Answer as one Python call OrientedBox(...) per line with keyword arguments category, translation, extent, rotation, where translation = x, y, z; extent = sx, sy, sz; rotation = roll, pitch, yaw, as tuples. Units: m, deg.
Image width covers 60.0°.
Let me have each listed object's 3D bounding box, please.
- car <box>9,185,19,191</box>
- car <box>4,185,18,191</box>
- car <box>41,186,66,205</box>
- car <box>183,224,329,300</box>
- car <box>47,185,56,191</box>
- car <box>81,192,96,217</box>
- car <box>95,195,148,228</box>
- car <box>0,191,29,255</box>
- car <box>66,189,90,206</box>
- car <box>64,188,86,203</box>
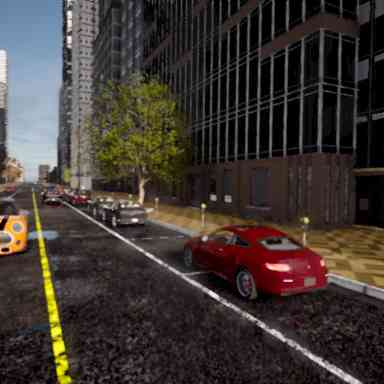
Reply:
OrientedBox(category="car", translation=(-43.423, -1.092, 81.095), extent=(1.887, 1.381, 4.507), rotation=(0, 2, -26))
OrientedBox(category="car", translation=(-36.001, -0.587, 65.722), extent=(1.887, 1.381, 4.507), rotation=(0, 2, -26))
OrientedBox(category="car", translation=(-14.375, 0.467, 34.237), extent=(2.128, 1.511, 4.902), rotation=(0, 2, -26))
OrientedBox(category="car", translation=(1.234, 1.416, 7.871), extent=(1.802, 1.307, 4.206), rotation=(0, 1, -26))
OrientedBox(category="car", translation=(-35.873, -1.046, 84.732), extent=(1.947, 1.339, 4.313), rotation=(0, 2, -26))
OrientedBox(category="car", translation=(-6.187, 0.916, 23.243), extent=(2.008, 1.369, 4.403), rotation=(0, 1, -26))
OrientedBox(category="car", translation=(-3.713, 1.074, 18.119), extent=(2.008, 1.369, 4.403), rotation=(0, 1, -26))
OrientedBox(category="car", translation=(-6.689, 0.996, 11.194), extent=(2.097, 1.767, 4.553), rotation=(0, 1, -26))
OrientedBox(category="car", translation=(-11.133, 0.483, 33.489), extent=(1.967, 1.590, 4.097), rotation=(0, 2, -26))
OrientedBox(category="car", translation=(-13.607, 0.321, 38.613), extent=(1.967, 1.590, 4.097), rotation=(0, 2, -26))
